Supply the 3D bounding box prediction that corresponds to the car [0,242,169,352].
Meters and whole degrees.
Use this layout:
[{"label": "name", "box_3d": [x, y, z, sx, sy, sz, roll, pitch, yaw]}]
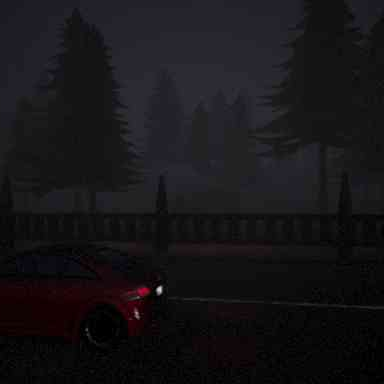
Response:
[{"label": "car", "box_3d": [-2.511, 1.608, 5.844, 4.181, 1.385, 1.994, 0, 0, 9]}]
